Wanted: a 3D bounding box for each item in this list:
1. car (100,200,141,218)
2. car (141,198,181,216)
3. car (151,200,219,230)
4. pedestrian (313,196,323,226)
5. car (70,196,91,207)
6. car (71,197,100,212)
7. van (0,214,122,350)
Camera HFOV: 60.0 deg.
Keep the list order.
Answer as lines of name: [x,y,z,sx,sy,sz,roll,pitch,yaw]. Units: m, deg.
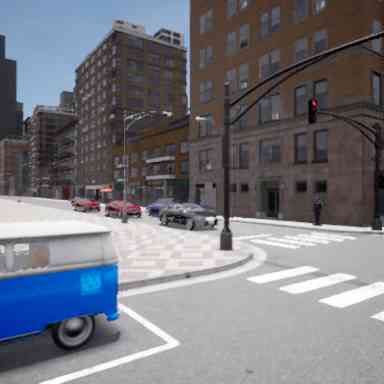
car: [-6.163,1.475,29.659,1.882,1.535,5.008,0,0,-35]
car: [-2.353,1.356,29.769,2.097,1.767,4.553,0,0,-34]
car: [-0.324,1.487,21.179,2.128,1.511,4.902,0,0,-36]
pedestrian: [7.734,1.151,20.499,0.375,1.860,0.375,0,0,-35]
car: [-17.292,1.457,51.355,1.882,1.535,5.008,0,0,-34]
car: [-12.037,1.473,38.186,1.882,1.535,5.008,0,0,-34]
van: [-3.010,1.341,4.619,3.998,1.788,1.690,0,0,-35]
